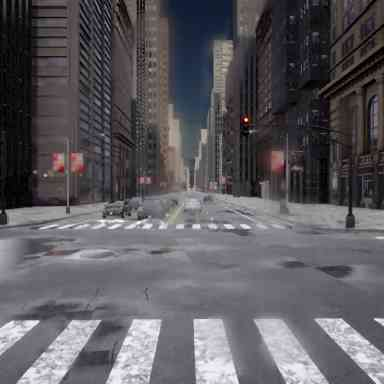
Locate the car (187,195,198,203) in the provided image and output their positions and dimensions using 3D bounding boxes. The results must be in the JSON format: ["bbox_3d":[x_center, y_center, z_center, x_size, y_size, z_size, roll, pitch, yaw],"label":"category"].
[{"bbox_3d":[0.103,1.467,69.814,2.033,1.411,5.357,0,0,0],"label":"car"}]

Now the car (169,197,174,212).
[{"bbox_3d":[-3.350,1.502,36.459,1.812,1.442,4.674,0,0,0],"label":"car"}]

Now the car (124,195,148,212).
[{"bbox_3d":[-6.595,1.325,39.730,2.097,1.767,4.553,0,0,0],"label":"car"}]

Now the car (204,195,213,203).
[{"bbox_3d":[3.353,1.424,69.902,1.837,1.490,4.892,0,0,0],"label":"car"}]

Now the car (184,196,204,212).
[{"bbox_3d":[0.089,1.499,38.740,1.812,1.442,4.674,0,0,0],"label":"car"}]

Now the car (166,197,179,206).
[{"bbox_3d":[-3.311,1.551,56.499,1.895,1.301,4.718,0,0,0],"label":"car"}]

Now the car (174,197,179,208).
[{"bbox_3d":[-3.337,1.530,46.482,1.994,1.385,4.181,0,0,0],"label":"car"}]

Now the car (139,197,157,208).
[{"bbox_3d":[-6.586,1.509,50.027,2.033,1.411,5.357,0,0,0],"label":"car"}]

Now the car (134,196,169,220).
[{"bbox_3d":[-3.289,1.336,27.675,2.097,1.767,4.553,0,0,-2],"label":"car"}]

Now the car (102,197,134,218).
[{"bbox_3d":[-6.599,1.487,29.576,1.837,1.490,4.892,0,0,0],"label":"car"}]
